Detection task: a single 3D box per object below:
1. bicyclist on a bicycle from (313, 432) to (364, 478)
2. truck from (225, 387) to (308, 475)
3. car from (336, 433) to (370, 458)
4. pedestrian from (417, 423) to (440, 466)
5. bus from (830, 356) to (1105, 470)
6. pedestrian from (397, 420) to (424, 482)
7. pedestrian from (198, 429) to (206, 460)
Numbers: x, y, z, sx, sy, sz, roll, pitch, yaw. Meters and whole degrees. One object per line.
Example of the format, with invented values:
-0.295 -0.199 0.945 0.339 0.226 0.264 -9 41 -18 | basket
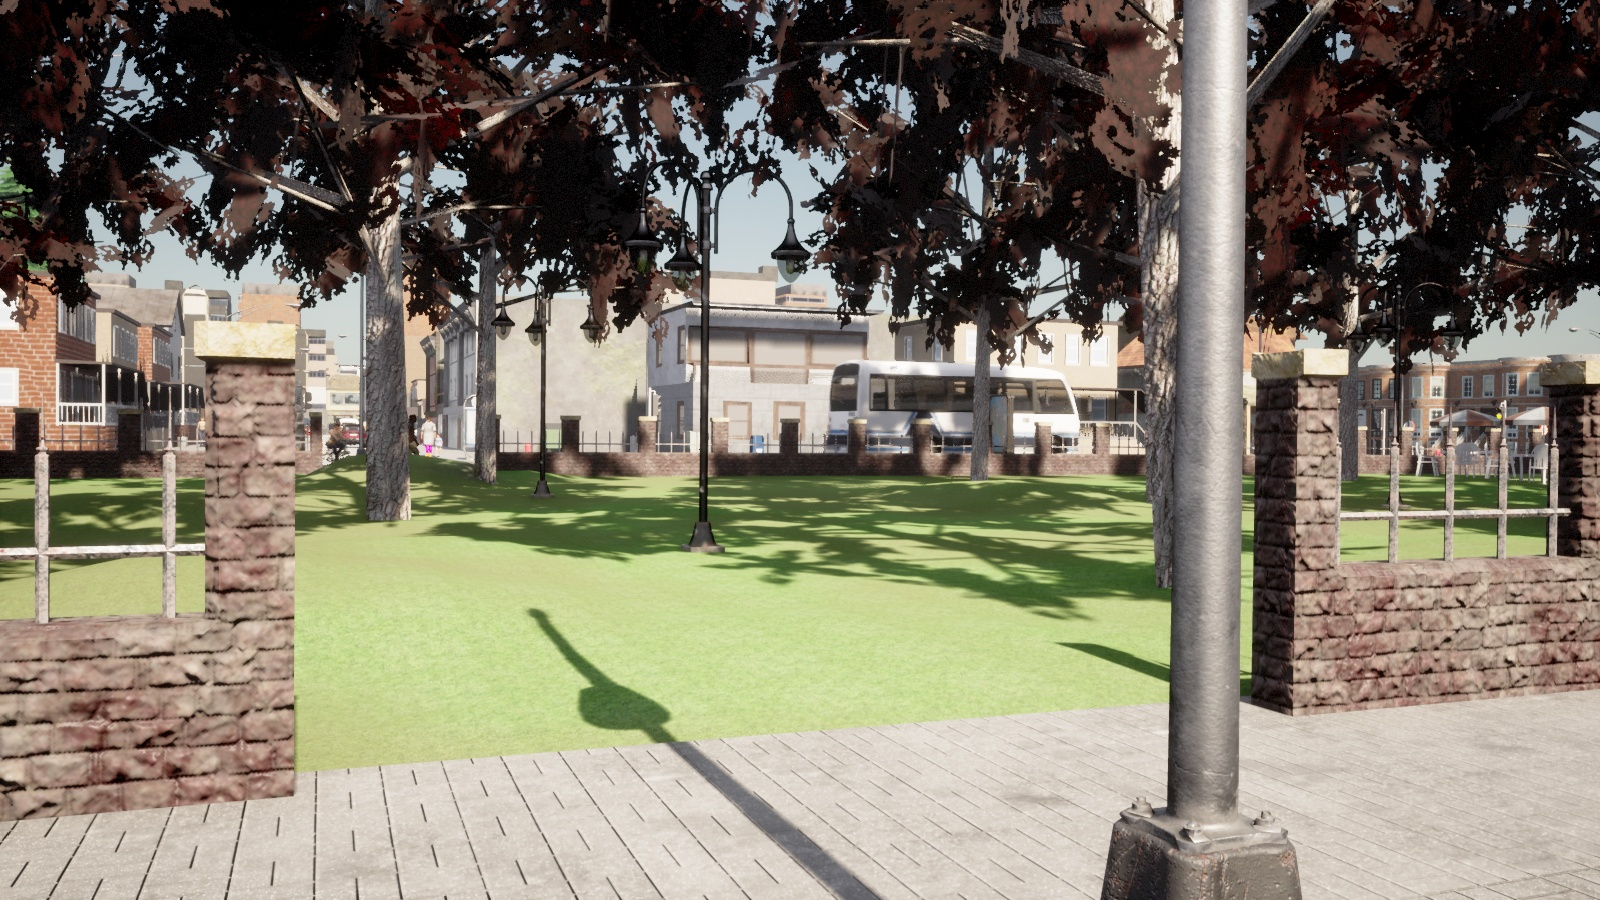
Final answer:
-16.452 0.184 44.772 1.509 1.612 0.866 0 -1 26 | bicyclist on a bicycle
-22.811 -0.816 54.014 2.891 3.462 7.936 -1 1 -21 | truck
-30.305 -0.329 85.098 2.033 1.649 4.856 -1 1 -21 | car
-17.085 -0.247 57.762 0.659 1.952 0.873 0 1 9 | pedestrian
6.741 -1.472 50.467 10.273 4.253 3.944 -1 1 -21 | bus
-11.715 0.020 37.763 0.703 1.840 0.431 -1 1 -21 | pedestrian
-35.647 -0.325 74.849 0.345 1.836 0.594 -1 1 -21 | pedestrian
